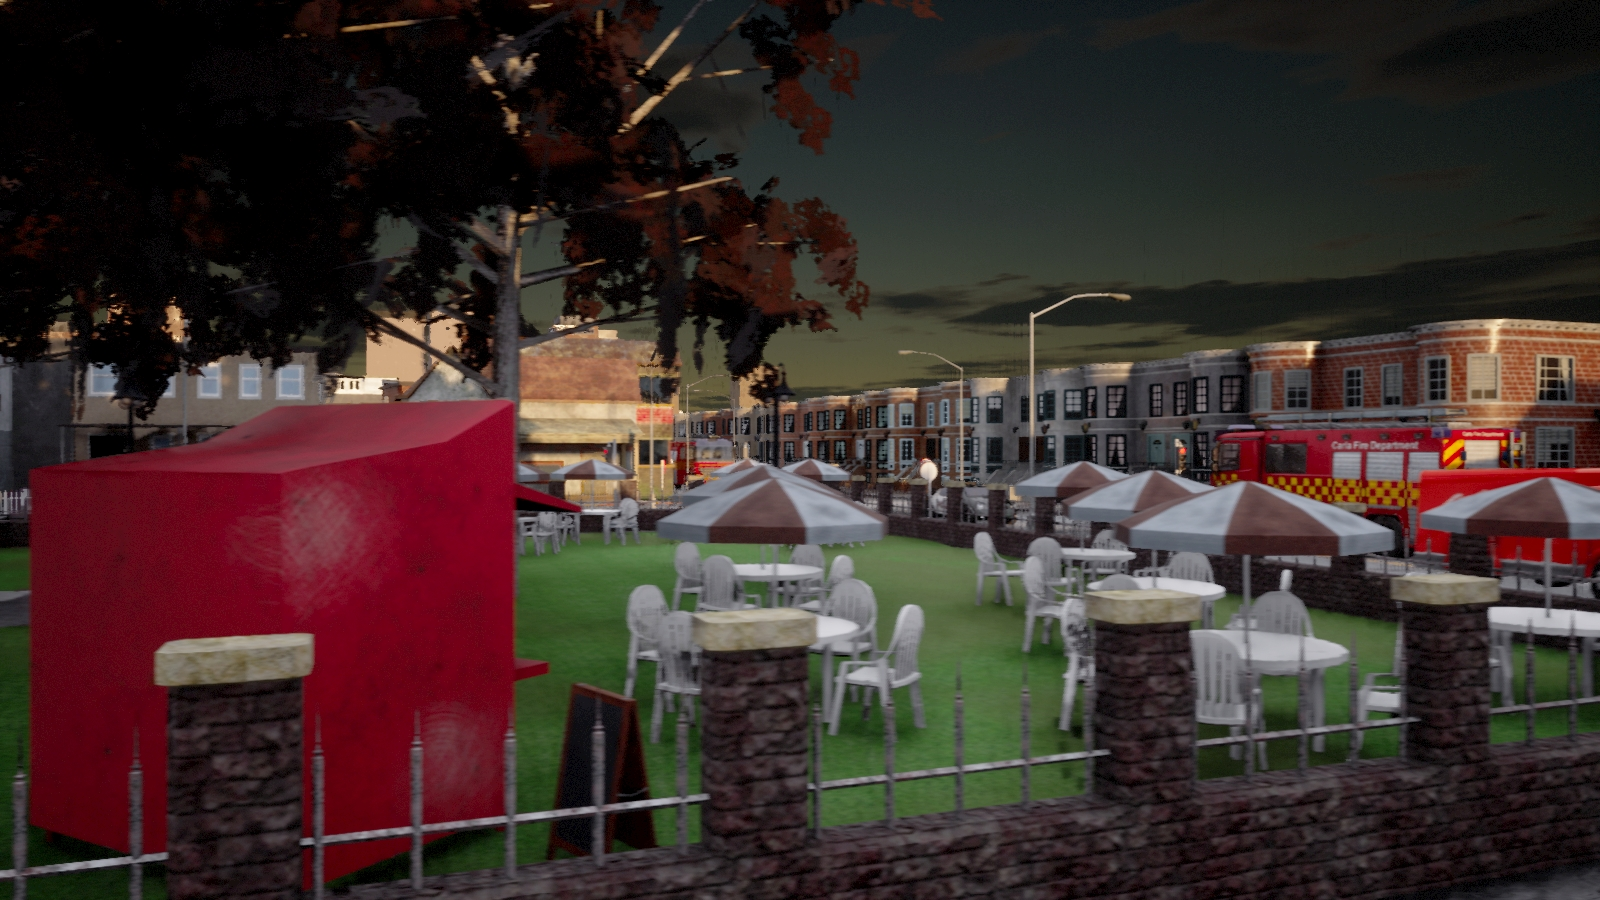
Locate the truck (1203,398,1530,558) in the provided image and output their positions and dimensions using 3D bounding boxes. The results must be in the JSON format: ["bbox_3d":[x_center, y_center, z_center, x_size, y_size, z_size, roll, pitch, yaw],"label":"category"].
[{"bbox_3d":[15.289,0.671,31.838,2.891,3.827,8.468,0,0,-21],"label":"truck"}]

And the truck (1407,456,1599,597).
[{"bbox_3d":[14.735,1.361,21.711,2.627,2.467,5.204,0,-1,-20],"label":"truck"}]
